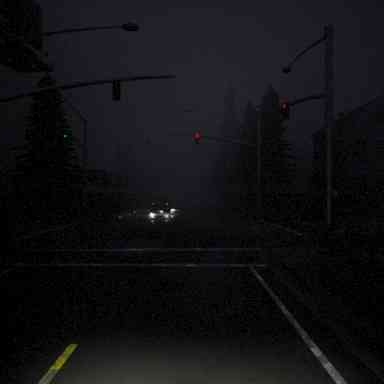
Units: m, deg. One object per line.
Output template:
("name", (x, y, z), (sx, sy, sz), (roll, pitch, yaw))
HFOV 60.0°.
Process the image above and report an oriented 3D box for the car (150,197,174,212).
("car", (-3.525, 1.348, 38.105), (2.097, 1.767, 4.553), (0, 0, 0))
